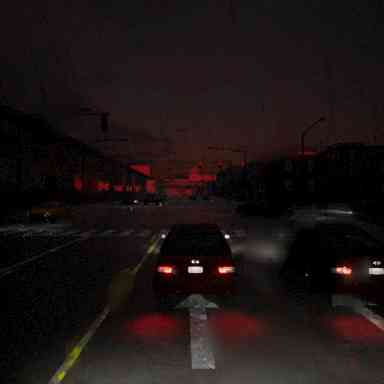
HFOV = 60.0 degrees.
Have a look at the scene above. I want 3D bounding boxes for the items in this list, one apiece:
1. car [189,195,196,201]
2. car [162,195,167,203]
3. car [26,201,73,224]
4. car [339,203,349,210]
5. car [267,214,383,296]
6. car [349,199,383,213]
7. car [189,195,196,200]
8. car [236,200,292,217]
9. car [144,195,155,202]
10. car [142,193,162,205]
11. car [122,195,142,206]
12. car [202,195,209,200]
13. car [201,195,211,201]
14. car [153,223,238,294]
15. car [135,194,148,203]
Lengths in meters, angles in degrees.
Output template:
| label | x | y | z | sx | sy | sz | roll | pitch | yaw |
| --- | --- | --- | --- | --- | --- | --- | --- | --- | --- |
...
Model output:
| label | x | y | z | sx | sy | sz | roll | pitch | yaw |
| --- | --- | --- | --- | --- | --- | --- | --- | --- | --- |
| car | 0.164 | 1.540 | 83.204 | 2.033 | 1.411 | 5.357 | 0 | 0 | 0 |
| car | -6.864 | 1.547 | 69.131 | 2.033 | 1.411 | 5.357 | 0 | 0 | 0 |
| car | -10.551 | 1.477 | 24.988 | 1.882 | 1.535 | 5.008 | 0 | 0 | 0 |
| car | 20.614 | 1.547 | 39.847 | 5.357 | 1.411 | 2.033 | 0 | 0 | 0 |
| car | 3.578 | 1.547 | 8.814 | 2.033 | 1.411 | 5.357 | 0 | 0 | 2 |
| car | 20.032 | 1.564 | 36.343 | 4.181 | 1.385 | 1.994 | 0 | 0 | 0 |
| car | 0.184 | 1.500 | 93.713 | 1.837 | 1.490 | 4.892 | 0 | 0 | 0 |
| car | 6.514 | 1.478 | 30.239 | 5.008 | 1.535 | 1.882 | 0 | 1 | 19 |
| car | -10.340 | 1.523 | 81.086 | 2.128 | 1.511 | 4.902 | 0 | 0 | 0 |
| car | -6.974 | 1.221 | 57.564 | 2.150 | 2.045 | 5.566 | 0 | 0 | 0 |
| car | -10.474 | 1.547 | 56.697 | 2.033 | 1.411 | 5.357 | 0 | 0 | 0 |
| car | 3.685 | 1.524 | 93.968 | 1.812 | 1.442 | 4.674 | 0 | 0 | 0 |
| car | 3.666 | 1.553 | 84.154 | 1.994 | 1.385 | 4.181 | 0 | 0 | 0 |
| car | 0.086 | 1.547 | 8.920 | 2.033 | 1.411 | 5.357 | 0 | 0 | 0 |
| car | -10.365 | 1.352 | 68.631 | 2.097 | 1.767 | 4.553 | 0 | 0 | 0 |
